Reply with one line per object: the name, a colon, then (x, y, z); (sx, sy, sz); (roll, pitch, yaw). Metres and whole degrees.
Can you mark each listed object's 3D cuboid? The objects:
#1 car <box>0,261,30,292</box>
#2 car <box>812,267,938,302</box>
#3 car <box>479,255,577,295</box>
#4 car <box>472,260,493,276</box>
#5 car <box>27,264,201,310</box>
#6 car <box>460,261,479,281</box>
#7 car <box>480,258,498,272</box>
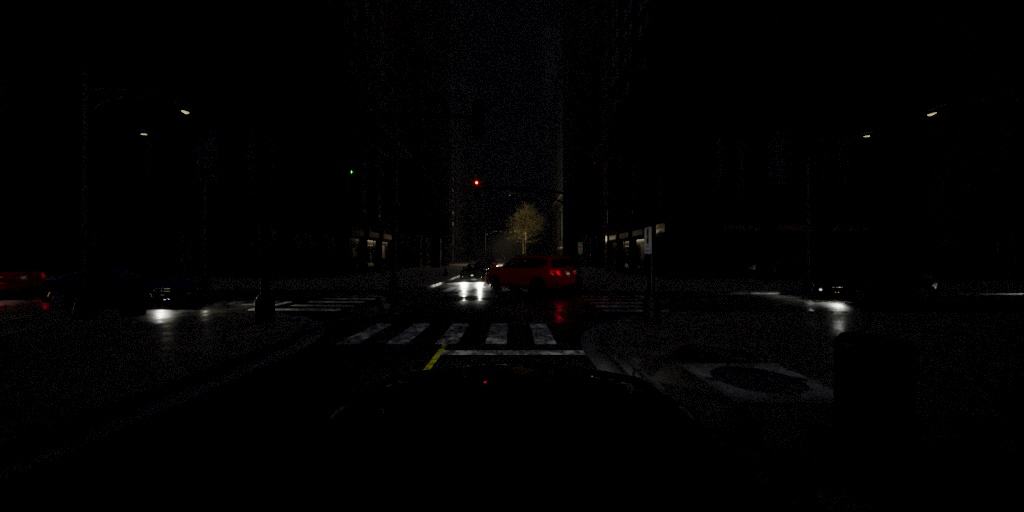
car: (-25.346, 1.027, 17.046); (4.553, 1.767, 2.097); (0, 0, 0)
car: (17.057, 1.307, 16.999); (4.892, 1.490, 1.837); (-1, 0, 0)
car: (0.963, 0.977, 20.173); (5.566, 2.045, 2.150); (0, 2, 44)
car: (-3.077, 1.232, 38.676); (1.882, 1.535, 5.008); (0, 0, 0)
car: (-14.903, 1.176, 13.820); (5.008, 1.535, 1.882); (0, 0, 2)
car: (-3.082, 1.314, 29.605); (1.994, 1.385, 4.181); (0, 0, 0)
car: (-3.061, 1.116, 48.321); (2.097, 1.767, 4.553); (0, 0, 0)
